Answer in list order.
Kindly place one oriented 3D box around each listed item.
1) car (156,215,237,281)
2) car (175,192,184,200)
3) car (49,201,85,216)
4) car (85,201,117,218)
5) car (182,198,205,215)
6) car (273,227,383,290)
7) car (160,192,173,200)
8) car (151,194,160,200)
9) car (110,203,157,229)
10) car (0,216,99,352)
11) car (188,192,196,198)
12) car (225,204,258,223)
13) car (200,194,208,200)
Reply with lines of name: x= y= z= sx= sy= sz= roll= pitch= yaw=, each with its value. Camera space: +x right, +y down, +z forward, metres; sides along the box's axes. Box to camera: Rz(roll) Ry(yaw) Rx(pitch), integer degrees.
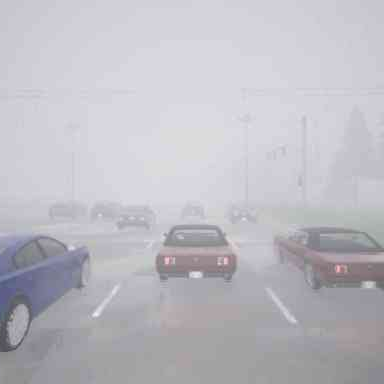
car: x=0.098 y=1.589 z=9.770 sx=1.895 sy=1.301 sz=4.718 roll=0 pitch=0 yaw=0
car: x=-3.521 y=1.120 z=93.225 sx=2.150 sy=2.045 sz=5.566 roll=0 pitch=0 yaw=0
car: x=-10.406 y=1.460 z=28.186 sx=2.128 sy=1.511 sz=4.902 roll=0 pitch=0 yaw=0
car: x=-6.906 y=1.474 z=27.324 sx=1.837 sy=1.490 sz=4.892 roll=0 pitch=0 yaw=0
car: x=0.094 y=1.492 z=29.413 sx=1.812 sy=1.442 sz=4.674 roll=0 pitch=0 yaw=0
car: x=3.597 y=1.590 z=8.975 sx=1.895 sy=1.301 sz=4.718 roll=0 pitch=0 yaw=0
car: x=-7.021 y=1.120 z=92.930 sx=2.150 sy=2.045 sz=5.566 roll=0 pitch=0 yaw=0
car: x=-10.521 y=1.446 z=93.898 sx=1.994 sy=1.385 sz=4.181 roll=0 pitch=0 yaw=0
car: x=-3.405 y=1.524 z=21.119 sx=2.033 sy=1.411 sz=5.357 roll=0 pitch=0 yaw=0
car: x=-3.402 y=1.470 z=6.157 sx=1.882 sy=1.535 sz=5.008 roll=0 pitch=0 yaw=0
car: x=-0.021 y=1.119 z=93.148 sx=2.150 sy=2.045 sz=5.566 roll=0 pitch=0 yaw=0
car: x=3.594 y=1.572 z=24.963 sx=1.895 sy=1.301 sz=4.718 roll=0 pitch=0 yaw=0
car: x=3.479 y=1.434 z=93.036 sx=2.033 sy=1.411 sz=5.357 roll=0 pitch=0 yaw=0
